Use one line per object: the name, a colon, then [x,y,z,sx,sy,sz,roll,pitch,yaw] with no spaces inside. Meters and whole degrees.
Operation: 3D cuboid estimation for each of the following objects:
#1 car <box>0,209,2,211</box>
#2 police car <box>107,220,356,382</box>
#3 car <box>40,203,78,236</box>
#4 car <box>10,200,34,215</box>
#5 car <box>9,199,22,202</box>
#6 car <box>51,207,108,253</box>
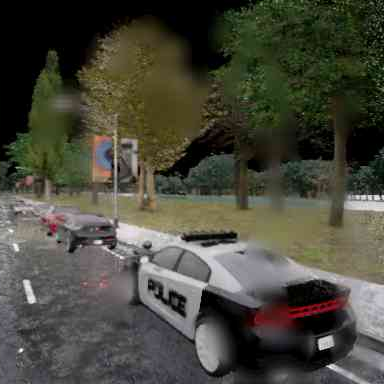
car: [-14.262,1.616,22.826,1.882,1.535,5.008,1,-1,-30]
police car: [0.222,1.511,5.998,1.930,1.638,5.238,1,-1,-30]
car: [-7.711,1.523,19.733,2.097,1.767,4.553,1,-1,-30]
car: [-18.615,1.836,36.703,1.895,1.301,4.718,1,-1,-30]
car: [-26.288,1.749,49.945,2.128,1.511,4.902,1,0,-30]
car: [-4.726,1.647,14.562,1.837,1.490,4.892,1,-1,-30]
